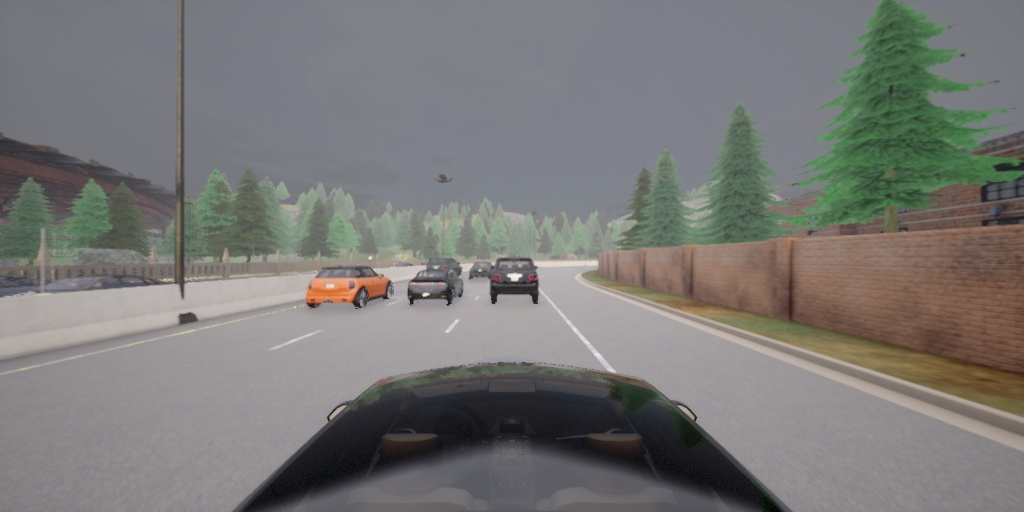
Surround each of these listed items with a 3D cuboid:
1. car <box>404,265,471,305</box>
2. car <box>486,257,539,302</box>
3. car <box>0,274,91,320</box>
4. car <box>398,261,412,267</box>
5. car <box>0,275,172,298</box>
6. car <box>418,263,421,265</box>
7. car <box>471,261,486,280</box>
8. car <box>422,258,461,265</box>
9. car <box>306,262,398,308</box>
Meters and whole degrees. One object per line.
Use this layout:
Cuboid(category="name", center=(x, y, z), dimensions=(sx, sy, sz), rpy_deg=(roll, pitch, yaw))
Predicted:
Cuboid(category="car", center=(-3.391, 1.331, 16.547), dimensions=(2.128, 1.511, 4.902), rpy_deg=(0, 0, 0))
Cuboid(category="car", center=(0.111, 1.068, 17.620), dimensions=(2.150, 2.045, 5.566), rpy_deg=(0, 0, 0))
Cuboid(category="car", center=(-17.575, 1.375, 12.035), dimensions=(1.994, 1.385, 4.181), rpy_deg=(0, 0, 0))
Cuboid(category="car", center=(-16.668, 1.550, 53.127), dimensions=(2.128, 1.511, 4.902), rpy_deg=(0, 0, 16))
Cuboid(category="car", center=(-14.092, 1.359, 12.166), dimensions=(2.033, 1.411, 5.357), rpy_deg=(0, 0, 0))
Cuboid(category="car", center=(-12.320, 1.298, 55.409), dimensions=(2.150, 2.045, 5.566), rpy_deg=(0, -1, 18))
Cuboid(category="car", center=(-2.592, 1.296, 33.851), dimensions=(2.097, 1.767, 4.553), rpy_deg=(0, 0, 6))
Cuboid(category="car", center=(-6.221, 1.161, 33.242), dimensions=(2.150, 2.045, 5.566), rpy_deg=(0, 0, 6))
Cuboid(category="car", center=(-6.892, 1.186, 15.727), dimensions=(2.097, 1.767, 4.553), rpy_deg=(0, 0, 0))
